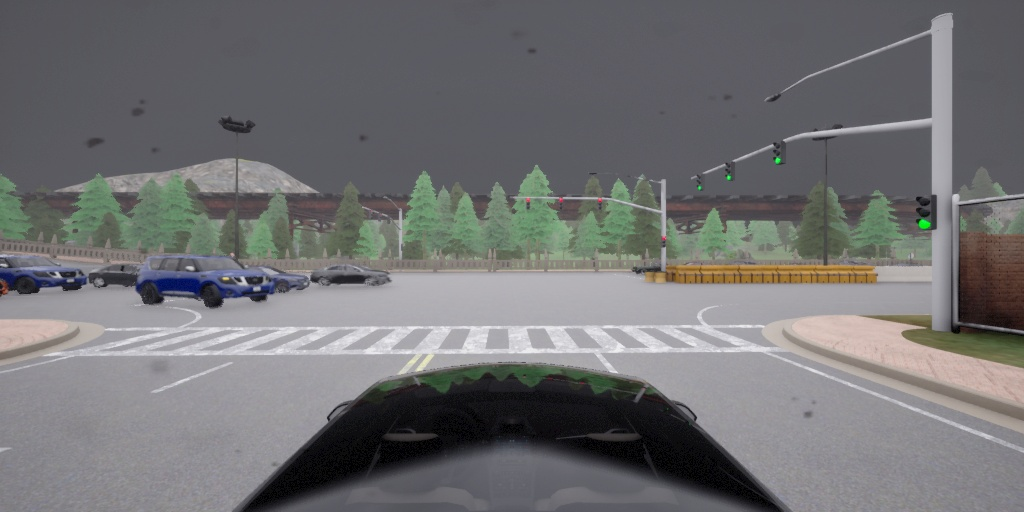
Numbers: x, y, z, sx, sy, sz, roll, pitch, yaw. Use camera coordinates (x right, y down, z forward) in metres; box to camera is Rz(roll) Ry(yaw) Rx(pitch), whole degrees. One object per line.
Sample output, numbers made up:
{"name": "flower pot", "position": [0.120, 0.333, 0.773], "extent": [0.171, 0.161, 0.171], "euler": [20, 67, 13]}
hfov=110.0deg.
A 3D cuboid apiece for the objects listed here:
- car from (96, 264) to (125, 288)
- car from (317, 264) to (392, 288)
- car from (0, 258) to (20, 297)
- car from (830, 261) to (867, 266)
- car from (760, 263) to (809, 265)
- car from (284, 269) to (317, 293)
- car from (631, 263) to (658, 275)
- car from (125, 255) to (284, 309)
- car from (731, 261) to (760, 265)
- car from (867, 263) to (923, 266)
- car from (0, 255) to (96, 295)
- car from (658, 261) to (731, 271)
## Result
{"name": "car", "position": [-23.861, 1.244, 22.850], "extent": [4.892, 1.490, 1.837], "euler": [1, 0, -2]}
{"name": "car", "position": [-10.364, 1.243, 23.269], "extent": [4.902, 1.511, 2.128], "euler": [0, 0, -2]}
{"name": "car", "position": [-25.564, 1.094, 15.794], "extent": [4.553, 1.767, 2.097], "euler": [0, 0, -2]}
{"name": "car", "position": [36.352, 1.242, 38.932], "extent": [4.902, 1.511, 2.128], "euler": [0, 0, -2]}
{"name": "car", "position": [24.867, 1.314, 31.575], "extent": [4.181, 1.385, 1.994], "euler": [0, 0, -2]}
{"name": "car", "position": [-13.694, 1.275, 19.662], "extent": [4.674, 1.442, 1.812], "euler": [0, 0, -2]}
{"name": "car", "position": [15.291, 1.351, 38.278], "extent": [4.718, 1.301, 1.895], "euler": [0, 0, -2]}
{"name": "car", "position": [-12.788, 0.974, 14.980], "extent": [5.566, 2.045, 2.150], "euler": [0, 0, 15]}
{"name": "car", "position": [24.544, 1.241, 38.568], "extent": [4.902, 1.511, 2.128], "euler": [0, 0, -2]}
{"name": "car", "position": [34.811, 1.314, 31.880], "extent": [4.181, 1.385, 1.994], "euler": [0, 0, -2]}
{"name": "car", "position": [-26.590, 0.957, 19.263], "extent": [5.566, 2.045, 2.150], "euler": [1, 0, -2]}
{"name": "car", "position": [15.876, 1.228, 31.294], "extent": [5.008, 1.535, 1.882], "euler": [0, 0, -2]}
